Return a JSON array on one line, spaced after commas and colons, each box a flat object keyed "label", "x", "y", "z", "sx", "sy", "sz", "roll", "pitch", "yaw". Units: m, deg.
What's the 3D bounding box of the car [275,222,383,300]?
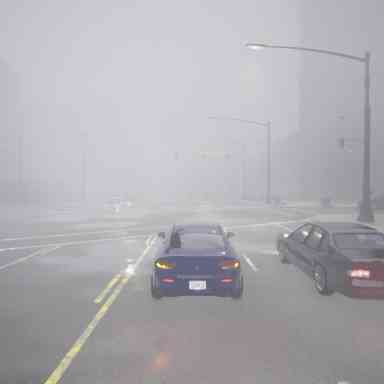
[{"label": "car", "x": 3.603, "y": 1.460, "z": 8.399, "sx": 2.033, "sy": 1.411, "sz": 5.357, "roll": 0, "pitch": 1, "yaw": 0}]

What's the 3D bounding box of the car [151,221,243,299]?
[{"label": "car", "x": 0.104, "y": 1.440, "z": 8.131, "sx": 1.812, "sy": 1.442, "sz": 4.674, "roll": 0, "pitch": 1, "yaw": 0}]

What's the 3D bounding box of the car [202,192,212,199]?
[{"label": "car", "x": 3.439, "y": 0.846, "z": 76.324, "sx": 1.994, "sy": 1.385, "sz": 4.181, "roll": 0, "pitch": 0, "yaw": 0}]

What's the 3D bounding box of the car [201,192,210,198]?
[{"label": "car", "x": 3.430, "y": 0.804, "z": 86.277, "sx": 2.033, "sy": 1.411, "sz": 5.357, "roll": 0, "pitch": 0, "yaw": 0}]

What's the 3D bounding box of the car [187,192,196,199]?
[{"label": "car", "x": -0.061, "y": 0.773, "z": 75.024, "sx": 1.882, "sy": 1.535, "sz": 5.008, "roll": 0, "pitch": 0, "yaw": 0}]

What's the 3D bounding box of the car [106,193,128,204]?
[{"label": "car", "x": -10.605, "y": 0.933, "z": 46.143, "sx": 1.812, "sy": 1.442, "sz": 4.674, "roll": 0, "pitch": 0, "yaw": 0}]

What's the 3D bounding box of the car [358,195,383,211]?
[{"label": "car", "x": 19.005, "y": 1.012, "z": 32.761, "sx": 5.008, "sy": 1.535, "sz": 1.882, "roll": 0, "pitch": 1, "yaw": 1}]

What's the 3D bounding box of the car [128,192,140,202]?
[{"label": "car", "x": -10.605, "y": 0.845, "z": 55.922, "sx": 2.128, "sy": 1.511, "sz": 4.902, "roll": 0, "pitch": 0, "yaw": 0}]

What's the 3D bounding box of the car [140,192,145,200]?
[{"label": "car", "x": -10.577, "y": 0.801, "z": 66.075, "sx": 1.882, "sy": 1.535, "sz": 5.008, "roll": 0, "pitch": 0, "yaw": 0}]
